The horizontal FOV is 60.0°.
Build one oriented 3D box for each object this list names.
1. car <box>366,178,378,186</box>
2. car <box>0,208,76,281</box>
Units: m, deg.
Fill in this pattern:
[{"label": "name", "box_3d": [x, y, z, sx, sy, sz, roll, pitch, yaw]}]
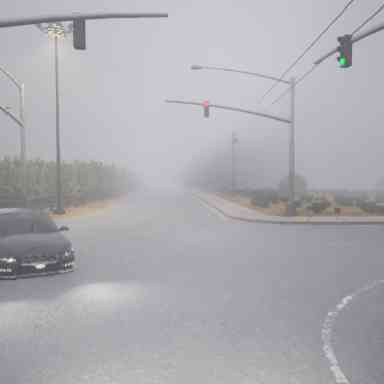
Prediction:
[{"label": "car", "box_3d": [42.121, -2.288, 77.596, 1.905, 1.878, 3.866, 10, 10, 41]}, {"label": "car", "box_3d": [-4.646, 1.243, 8.956, 1.837, 1.490, 4.892, 2, 0, -37]}]
